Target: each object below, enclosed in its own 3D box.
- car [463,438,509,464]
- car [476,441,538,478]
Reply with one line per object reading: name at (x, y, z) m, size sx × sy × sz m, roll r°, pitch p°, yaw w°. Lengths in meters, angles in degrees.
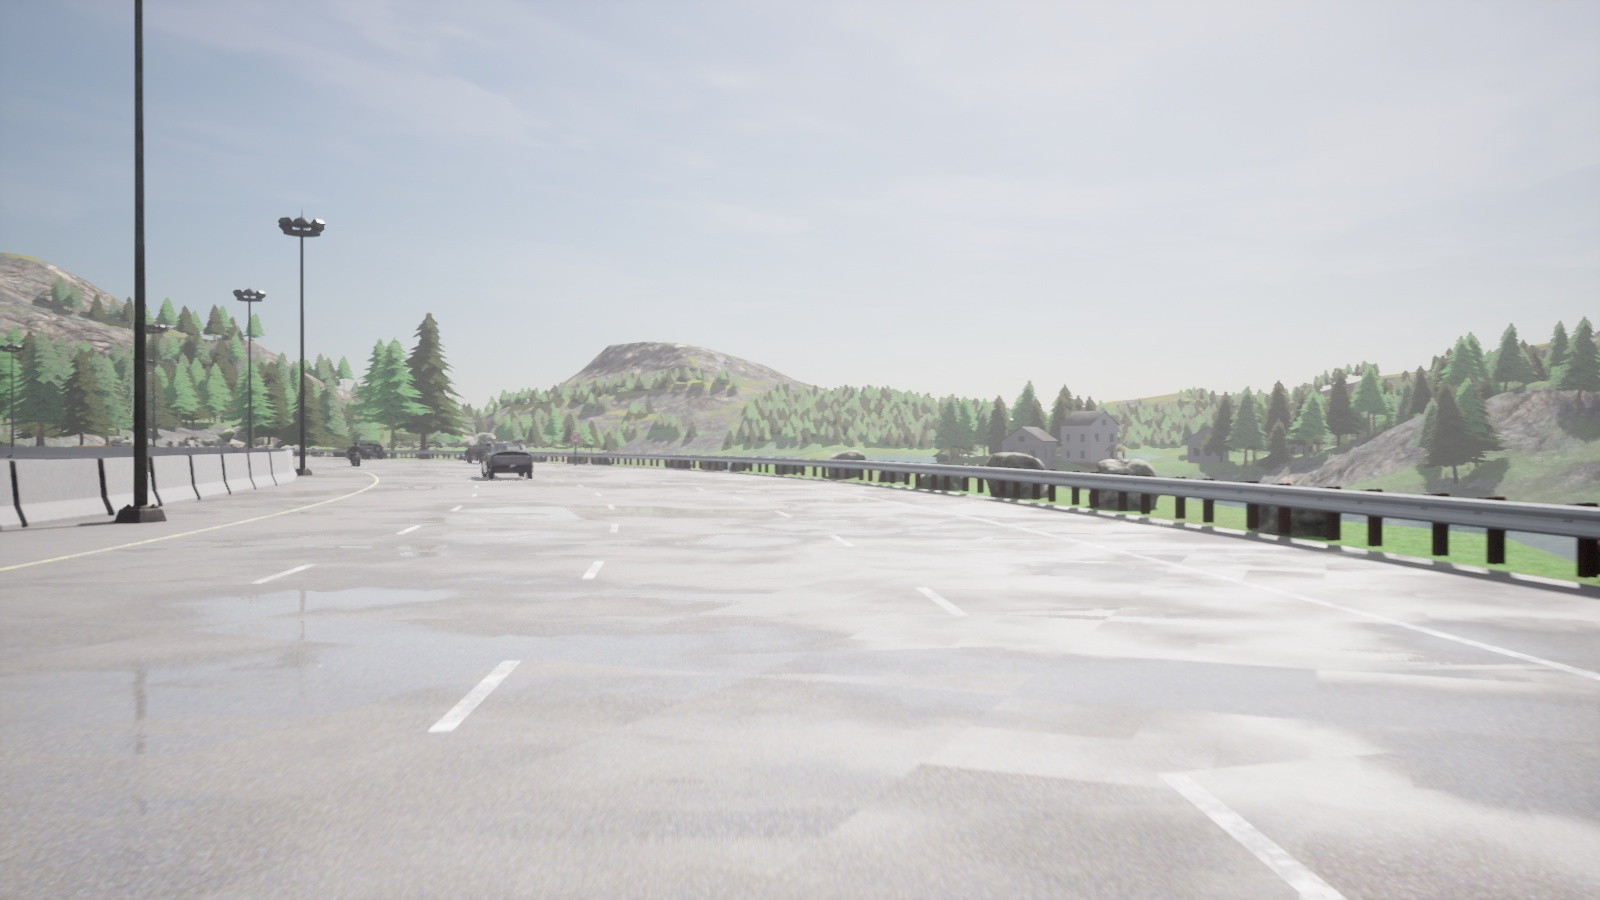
car at (-23.081, 0.034, 92.194) m, size 1.932 × 1.855 × 4.605 m, roll 0°, pitch 0°, yaw -32°
car at (-12.652, 0.393, 54.061) m, size 2.128 × 1.511 × 4.902 m, roll 0°, pitch 0°, yaw -19°
